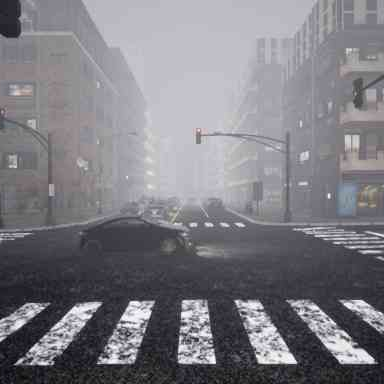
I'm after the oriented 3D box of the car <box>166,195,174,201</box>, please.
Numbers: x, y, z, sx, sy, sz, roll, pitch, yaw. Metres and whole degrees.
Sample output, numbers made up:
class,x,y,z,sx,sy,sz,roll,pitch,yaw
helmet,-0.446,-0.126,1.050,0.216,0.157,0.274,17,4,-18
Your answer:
class,x,y,z,sx,sy,sz,roll,pitch,yaw
car,-5.823,1.595,89.037,2.008,1.369,4.403,0,0,0

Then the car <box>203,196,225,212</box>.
class,x,y,z,sx,sy,sz,roll,pitch,yaw
car,2.634,1.448,37.910,1.967,1.590,4.097,0,0,0

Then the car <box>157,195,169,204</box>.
class,x,y,z,sx,sy,sz,roll,pitch,yaw
car,-5.788,1.465,66.308,1.967,1.590,4.097,0,0,0

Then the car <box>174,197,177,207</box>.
class,x,y,z,sx,sy,sz,roll,pitch,yaw
car,-3.158,1.610,39.946,1.895,1.301,4.718,0,0,0

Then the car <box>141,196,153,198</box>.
class,x,y,z,sx,sy,sz,roll,pitch,yaw
car,-5.746,1.534,37.725,1.752,1.417,4.829,0,0,0

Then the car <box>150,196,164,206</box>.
class,x,y,z,sx,sy,sz,roll,pitch,yaw
car,-5.771,1.457,54.943,1.967,1.590,4.097,0,0,0

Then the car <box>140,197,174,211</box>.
class,x,y,z,sx,sy,sz,roll,pitch,yaw
car,-3.136,1.497,30.647,2.128,1.511,4.902,0,0,1

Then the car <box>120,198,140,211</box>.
class,x,y,z,sx,sy,sz,roll,pitch,yaw
car,-5.737,1.572,32.212,1.947,1.339,4.313,0,0,0

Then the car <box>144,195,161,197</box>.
class,x,y,z,sx,sy,sz,roll,pitch,yaw
car,-5.755,1.326,43.578,2.192,1.841,5.009,0,0,0

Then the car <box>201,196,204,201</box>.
class,x,y,z,sx,sy,sz,roll,pitch,yaw
car,2.626,1.451,43.592,1.967,1.590,4.097,0,0,0

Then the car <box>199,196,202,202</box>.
class,x,y,z,sx,sy,sz,roll,pitch,yaw
car,2.609,1.599,54.957,1.802,1.307,4.206,0,0,0

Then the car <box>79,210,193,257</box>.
class,x,y,z,sx,sy,sz,roll,pitch,yaw
car,-2.077,1.579,12.618,4.181,1.385,1.994,-1,0,-1

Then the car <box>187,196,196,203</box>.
class,x,y,z,sx,sy,sz,roll,pitch,yaw
car,-0.061,1.539,70.634,2.128,1.511,4.902,0,0,0

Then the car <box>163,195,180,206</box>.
class,x,y,z,sx,sy,sz,roll,pitch,yaw
car,-3.162,1.578,49.924,1.994,1.385,4.181,0,0,0

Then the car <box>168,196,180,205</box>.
class,x,y,z,sx,sy,sz,roll,pitch,yaw
car,-3.134,1.498,59.934,1.882,1.535,5.008,0,0,0

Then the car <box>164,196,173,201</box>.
class,x,y,z,sx,sy,sz,roll,pitch,yaw
car,-5.814,1.589,83.354,2.008,1.369,4.403,0,0,0
